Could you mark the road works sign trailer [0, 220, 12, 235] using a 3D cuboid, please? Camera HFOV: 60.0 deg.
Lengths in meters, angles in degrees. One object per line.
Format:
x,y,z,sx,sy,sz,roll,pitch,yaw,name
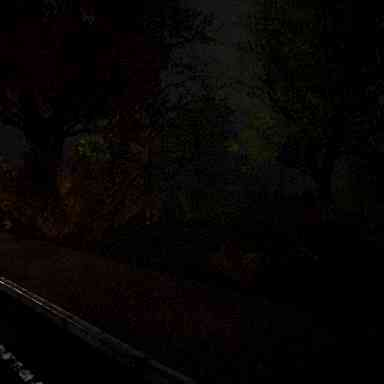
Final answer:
-6.409,1.084,6.980,2.380,2.880,3.560,43,-7,-2,road works sign trailer
